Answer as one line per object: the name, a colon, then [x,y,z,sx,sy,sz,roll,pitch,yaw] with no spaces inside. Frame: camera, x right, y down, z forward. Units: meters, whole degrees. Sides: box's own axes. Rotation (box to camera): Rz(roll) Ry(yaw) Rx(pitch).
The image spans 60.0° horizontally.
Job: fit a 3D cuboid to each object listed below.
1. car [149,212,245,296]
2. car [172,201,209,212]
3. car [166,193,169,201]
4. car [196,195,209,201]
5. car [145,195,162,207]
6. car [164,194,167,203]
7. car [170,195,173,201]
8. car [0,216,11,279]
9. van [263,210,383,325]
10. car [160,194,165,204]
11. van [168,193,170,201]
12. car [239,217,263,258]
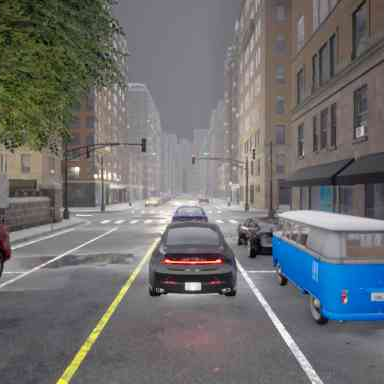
car: [0.012,1.503,8.592,1.837,1.490,4.892,0,0,0]
car: [-0.095,1.472,18.088,1.882,1.535,5.008,0,0,0]
car: [-6.155,1.513,66.786,1.887,1.381,4.507,0,0,0]
car: [2.369,1.408,66.884,1.967,1.590,4.097,0,0,0]
car: [-6.033,1.497,50.264,1.752,1.417,4.829,0,0,0]
car: [-6.115,1.513,61.335,1.887,1.381,4.507,0,0,0]
car: [-6.235,1.521,77.687,2.008,1.369,4.403,0,0,0]
car: [-5.714,1.314,6.746,2.192,1.841,5.009,0,0,0]
van: [2.811,1.340,6.849,1.690,1.788,3.998,0,0,0]
car: [-6.074,1.520,55.884,2.008,1.369,4.403,0,0,0]
van: [-6.195,1.310,72.237,1.690,1.788,3.998,0,0,0]
car: [2.770,1.563,12.509,1.947,1.339,4.313,0,0,0]
